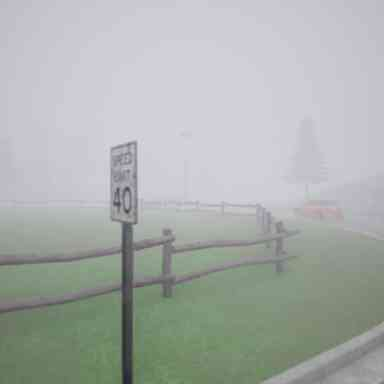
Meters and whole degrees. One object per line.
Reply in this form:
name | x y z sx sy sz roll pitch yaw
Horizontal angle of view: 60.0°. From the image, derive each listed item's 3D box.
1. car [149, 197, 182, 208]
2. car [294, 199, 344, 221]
car | -3.937 1.477 48.304 5.008 1.535 1.882 0 0 24
car | 10.332 1.352 27.458 2.097 1.767 4.553 0 0 -14
